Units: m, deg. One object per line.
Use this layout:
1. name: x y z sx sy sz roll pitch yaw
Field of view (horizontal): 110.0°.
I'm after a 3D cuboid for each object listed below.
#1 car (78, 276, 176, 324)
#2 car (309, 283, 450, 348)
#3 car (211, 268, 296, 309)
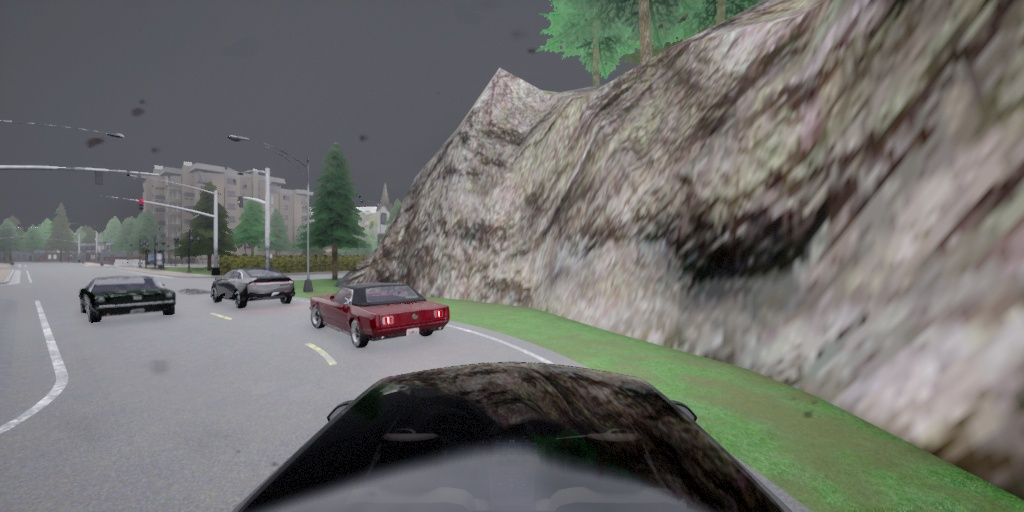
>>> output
1. car: -13.145 1.350 12.215 4.718 1.301 1.895 0 0 37
2. car: -3.683 1.350 9.361 1.895 1.301 4.718 0 0 -44
3. car: -10.967 1.241 15.095 4.902 1.511 2.128 0 0 37
